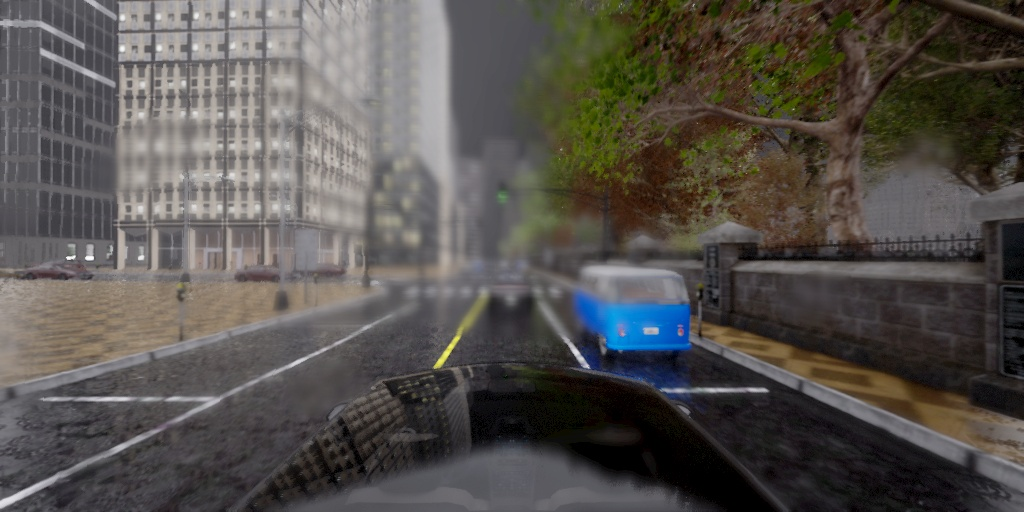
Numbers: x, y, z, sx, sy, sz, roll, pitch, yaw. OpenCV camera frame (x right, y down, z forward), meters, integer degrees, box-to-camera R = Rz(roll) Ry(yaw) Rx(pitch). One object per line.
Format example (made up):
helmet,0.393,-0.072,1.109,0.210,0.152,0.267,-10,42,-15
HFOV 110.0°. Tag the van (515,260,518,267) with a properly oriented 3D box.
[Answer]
van,1.739,1.654,57.525,1.690,1.789,3.998,0,0,-2

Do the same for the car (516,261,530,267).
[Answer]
car,1.890,1.785,52.153,1.751,1.417,4.829,0,0,-2

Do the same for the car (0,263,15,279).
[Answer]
car,-40.160,1.116,27.758,4.829,1.417,1.751,0,0,2

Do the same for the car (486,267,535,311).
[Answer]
car,-0.026,1.385,15.387,2.128,1.511,4.902,0,0,0

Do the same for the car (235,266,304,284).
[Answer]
car,-18.259,1.411,26.684,4.207,1.307,1.802,0,0,3

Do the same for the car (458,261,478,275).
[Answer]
car,-5.840,1.752,46.061,2.007,1.370,4.403,0,0,-1

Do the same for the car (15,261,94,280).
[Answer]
car,-34.787,1.233,27.548,4.207,1.307,1.802,0,0,3

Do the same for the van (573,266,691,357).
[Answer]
van,2.555,1.161,8.439,1.690,1.789,3.998,0,0,0

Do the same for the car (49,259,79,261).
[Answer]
car,-45.692,1.037,36.087,4.097,1.591,1.967,0,0,1

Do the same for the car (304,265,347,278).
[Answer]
car,-18.236,1.473,34.797,4.207,1.307,1.802,0,0,3
